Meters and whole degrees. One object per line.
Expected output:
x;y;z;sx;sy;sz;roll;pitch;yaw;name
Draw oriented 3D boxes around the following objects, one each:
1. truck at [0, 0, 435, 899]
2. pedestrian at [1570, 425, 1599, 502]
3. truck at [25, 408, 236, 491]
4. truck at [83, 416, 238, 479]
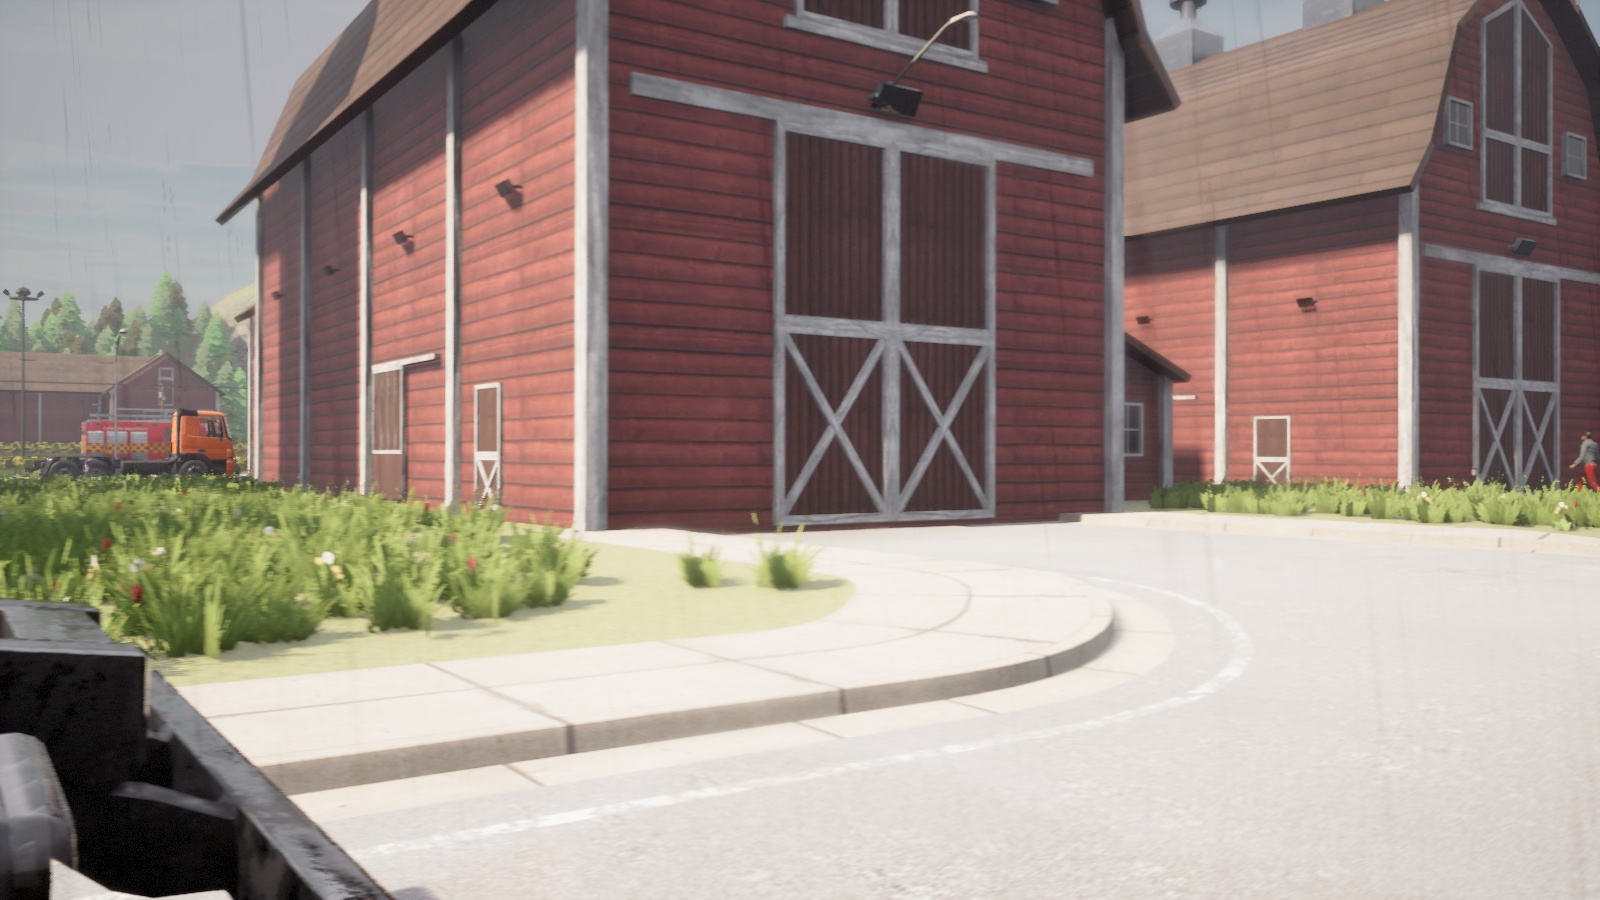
-4.543;-0.226;0.501;7.936;3.462;2.891;0;0;-35;truck
19.109;0.321;30.478;0.353;1.847;0.614;0;0;-35;pedestrian
-29.506;-0.012;55.510;7.936;3.462;2.891;0;0;-35;truck
-40.412;-0.115;79.491;8.468;3.827;2.891;0;0;-34;truck
